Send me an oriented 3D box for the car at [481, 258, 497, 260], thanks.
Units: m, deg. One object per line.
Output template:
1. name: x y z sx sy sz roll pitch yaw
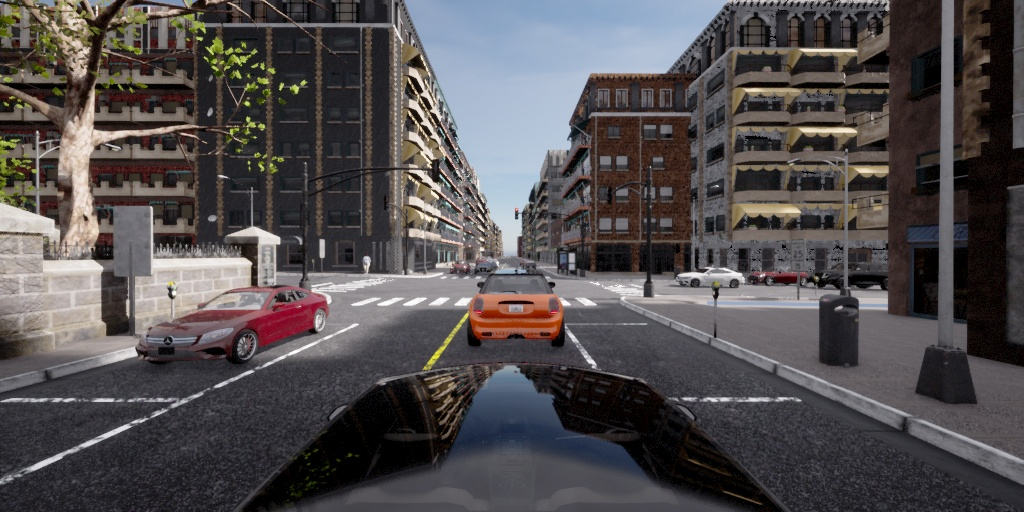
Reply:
1. car: -3.173 1.312 50.868 1.994 1.385 4.181 0 0 0

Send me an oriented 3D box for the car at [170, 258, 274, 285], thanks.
1. car: -18.117 0.941 22.591 5.008 1.535 1.882 1 0 -1

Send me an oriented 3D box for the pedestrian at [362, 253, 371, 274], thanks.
1. pedestrian: -12.765 0.651 31.400 0.375 1.860 0.375 0 -1 -1

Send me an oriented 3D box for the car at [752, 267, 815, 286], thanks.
1. car: 21.332 1.570 28.904 4.097 1.591 1.967 0 0 -1

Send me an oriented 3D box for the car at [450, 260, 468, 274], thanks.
1. car: -5.758 1.187 40.420 1.967 1.591 4.097 0 0 0

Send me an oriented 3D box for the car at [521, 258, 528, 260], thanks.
1. car: 2.602 1.298 51.706 2.007 1.370 4.403 0 0 0

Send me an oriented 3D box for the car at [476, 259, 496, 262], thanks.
1. car: -3.162 1.312 41.018 1.994 1.385 4.181 0 0 0

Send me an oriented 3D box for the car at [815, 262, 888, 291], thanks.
1. car: 25.204 1.435 26.393 5.566 2.045 2.150 1 0 -1

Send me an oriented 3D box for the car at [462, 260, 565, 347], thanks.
1. car: 0.113 1.101 9.522 2.097 1.767 4.553 0 0 1

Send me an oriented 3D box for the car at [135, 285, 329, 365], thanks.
1. car: -5.700 1.331 8.009 1.802 1.307 4.207 0 0 0

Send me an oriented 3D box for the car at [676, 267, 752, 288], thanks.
1. car: 14.472 1.549 26.249 4.674 1.442 1.812 1 0 -2
